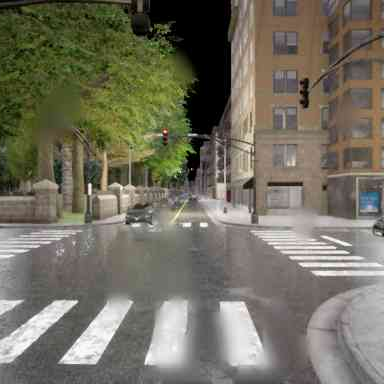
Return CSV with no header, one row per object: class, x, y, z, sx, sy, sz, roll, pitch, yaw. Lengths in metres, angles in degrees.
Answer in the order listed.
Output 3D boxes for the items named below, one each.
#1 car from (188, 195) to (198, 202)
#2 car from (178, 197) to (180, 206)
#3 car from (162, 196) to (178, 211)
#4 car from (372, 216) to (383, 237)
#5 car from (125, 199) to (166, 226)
car,0.205,1.424,70.737,1.812,1.442,4.674,0,0,0
car,-2.952,1.424,54.335,2.128,1.511,4.902,0,0,0
car,-3.007,1.467,39.651,1.837,1.490,4.892,0,0,0
car,11.004,1.366,15.548,4.553,1.767,2.097,0,0,0
car,-3.348,1.495,23.723,1.837,1.490,4.892,0,0,5
